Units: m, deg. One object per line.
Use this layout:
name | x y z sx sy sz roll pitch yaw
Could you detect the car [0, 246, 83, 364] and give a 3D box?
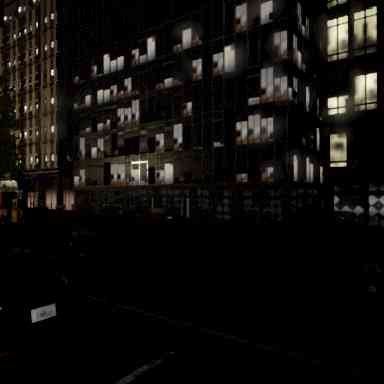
car | -3.566 1.566 5.414 4.313 1.339 1.947 0 0 35
